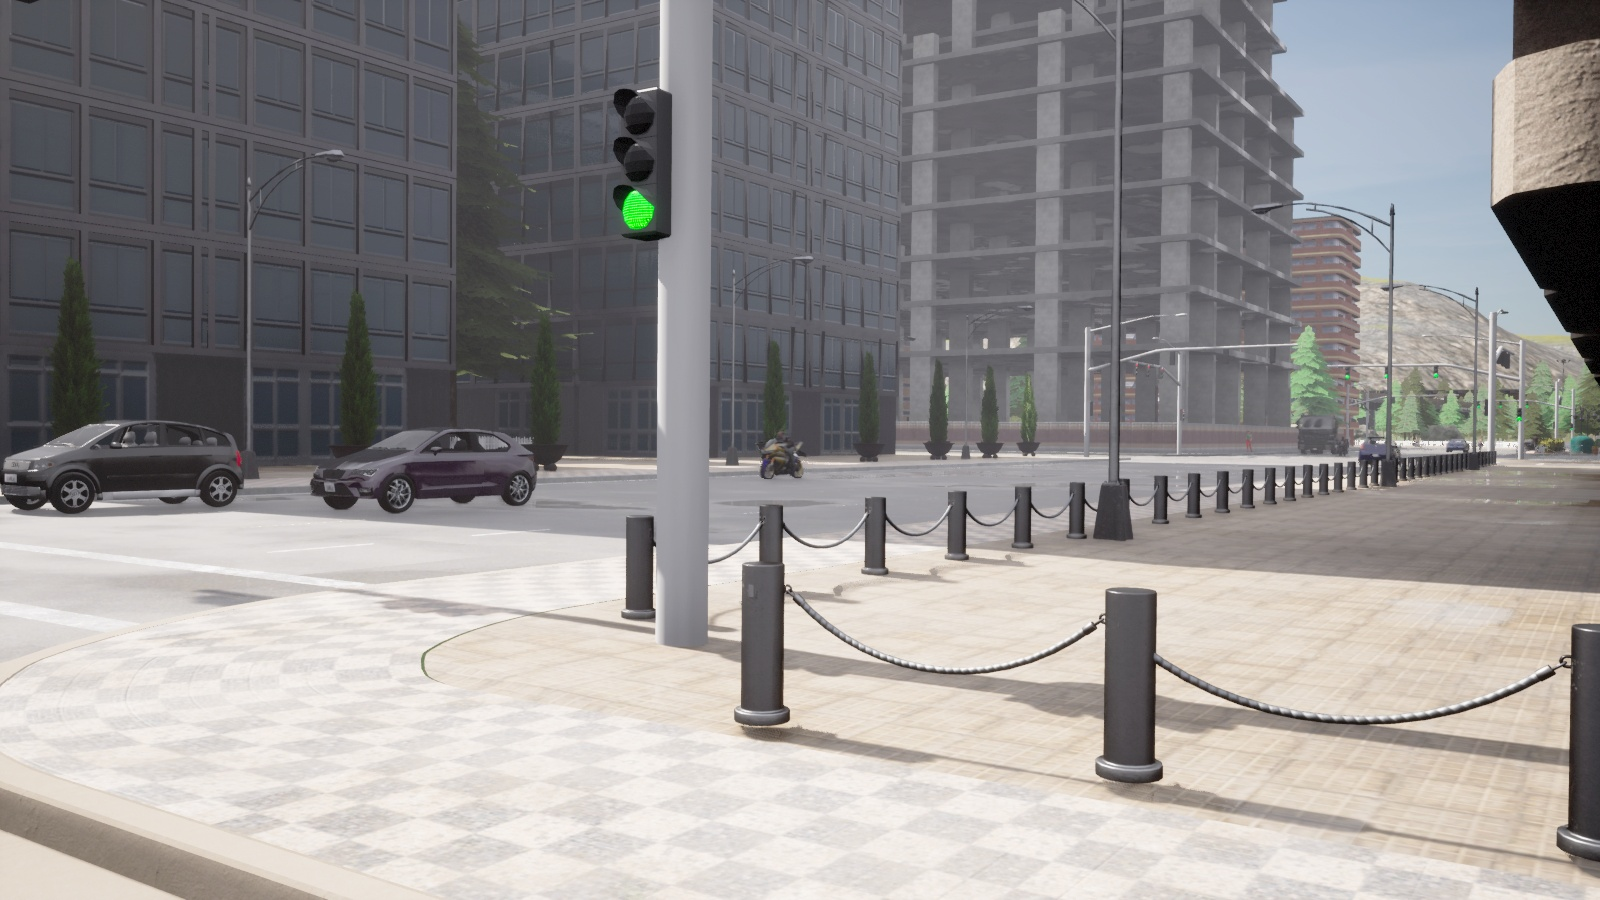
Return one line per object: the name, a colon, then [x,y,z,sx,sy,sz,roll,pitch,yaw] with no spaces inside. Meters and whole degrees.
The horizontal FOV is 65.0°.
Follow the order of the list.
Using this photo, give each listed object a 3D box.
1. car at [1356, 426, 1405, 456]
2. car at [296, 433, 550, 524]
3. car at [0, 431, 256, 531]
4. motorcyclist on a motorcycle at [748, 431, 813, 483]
car: [30.629,-0.482,66.214,1.845,1.501,3.633,0,1,33]
car: [-6.723,0.439,22.796,1.816,1.474,4.193,0,1,34]
car: [-11.657,0.463,21.730,1.789,1.549,3.705,0,1,34]
motorcyclist on a motorcycle: [-0.565,0.194,38.232,0.866,1.530,2.191,0,1,34]
